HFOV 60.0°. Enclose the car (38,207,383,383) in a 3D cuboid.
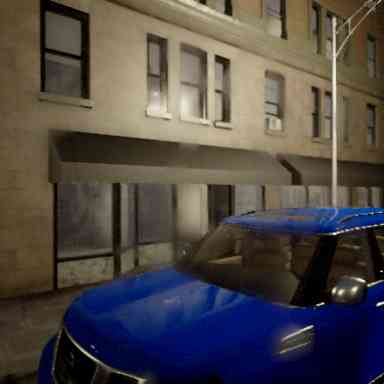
[{"bbox_3d":[1.245,1.251,4.005,5.566,2.045,2.150,0,0,-37],"label":"car"}]
